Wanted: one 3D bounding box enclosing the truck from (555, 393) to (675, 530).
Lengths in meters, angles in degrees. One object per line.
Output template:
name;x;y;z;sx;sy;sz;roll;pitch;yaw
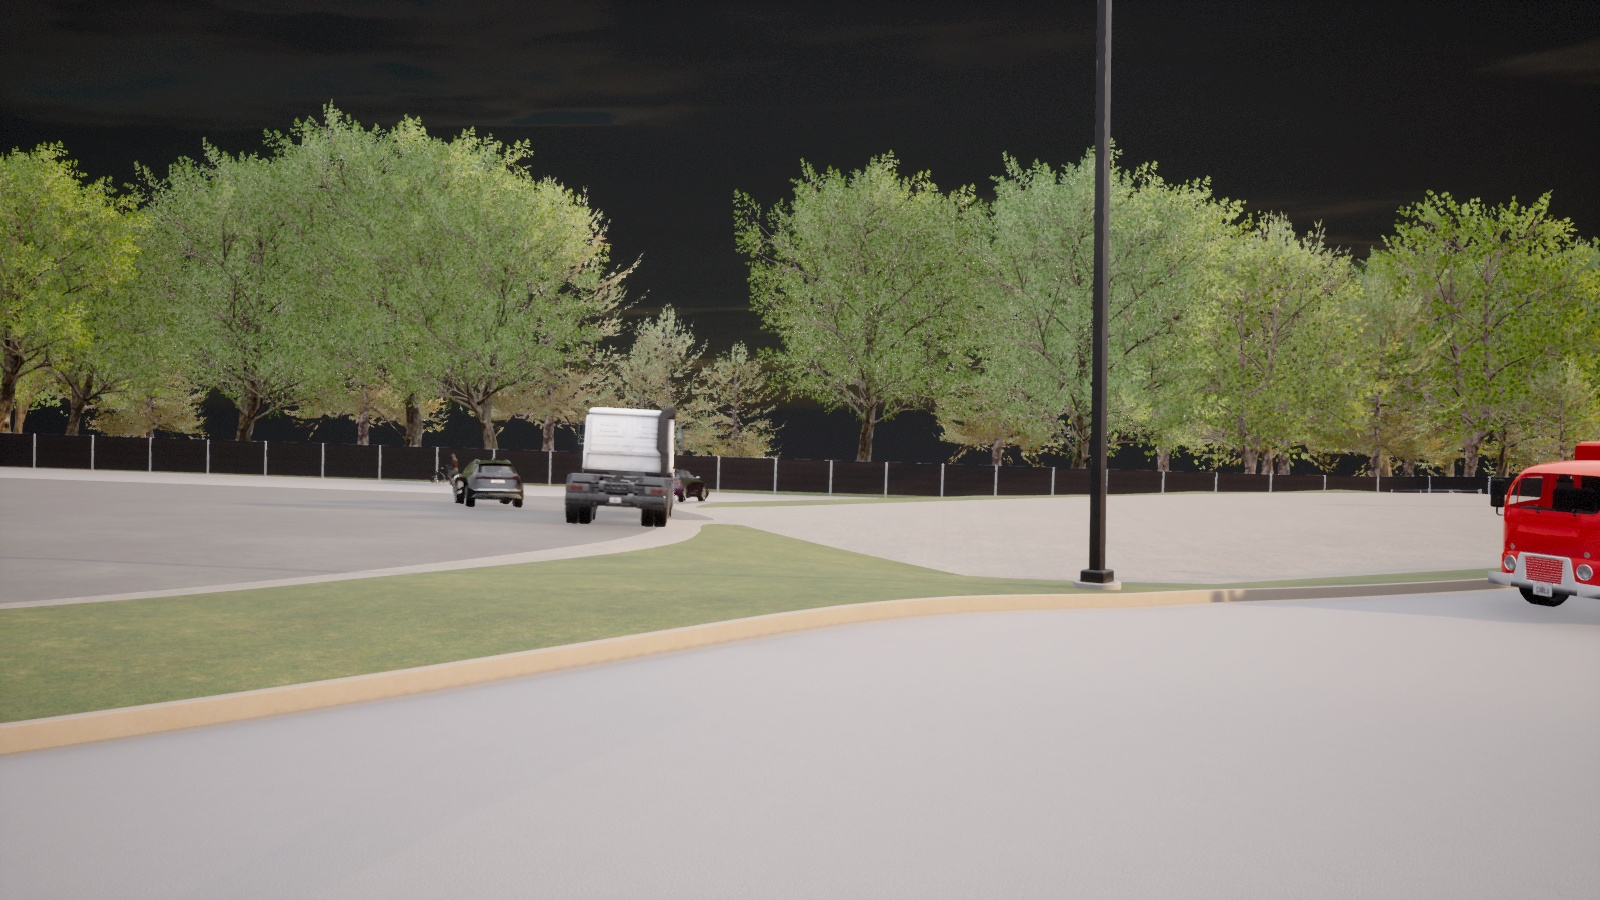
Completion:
truck;-5.228;0.373;36.834;2.891;3.462;7.936;3;-1;-5

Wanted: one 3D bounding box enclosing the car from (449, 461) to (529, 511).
car;-11.062;1.222;44.395;2.033;1.649;4.856;1;-1;-22

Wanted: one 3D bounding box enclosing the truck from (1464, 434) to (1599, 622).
truck;12.800;1.018;18.328;5.204;2.467;2.627;0;2;-20

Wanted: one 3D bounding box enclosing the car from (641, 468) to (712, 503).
car;-5.332;1.570;54.744;1.816;1.474;4.193;0;-2;13
